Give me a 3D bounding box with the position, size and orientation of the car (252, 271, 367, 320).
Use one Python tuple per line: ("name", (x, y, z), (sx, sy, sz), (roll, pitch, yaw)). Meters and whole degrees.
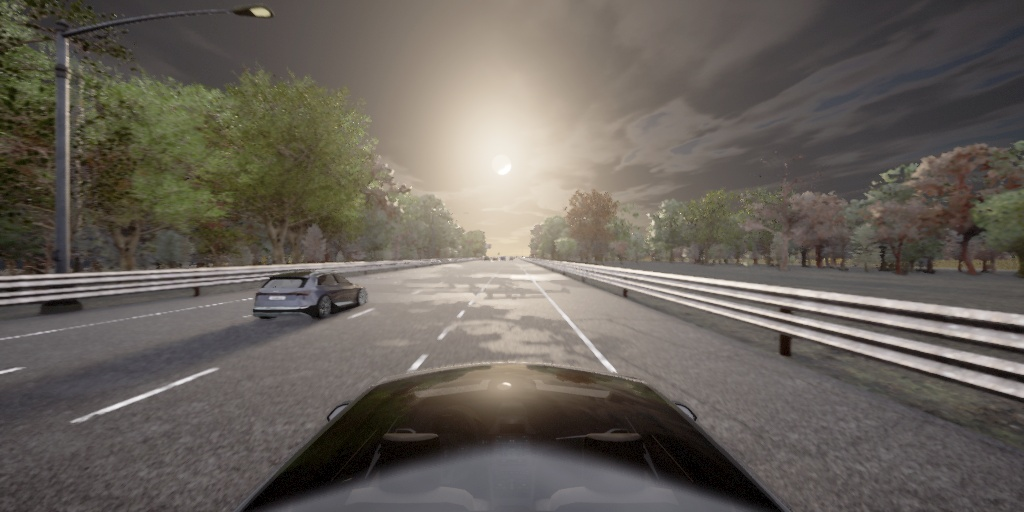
("car", (-6.855, 1.318, 12.685), (2.033, 1.649, 4.856), (0, -1, -1))
